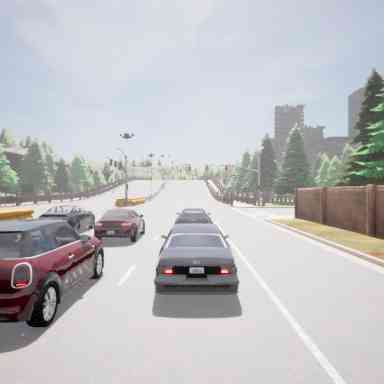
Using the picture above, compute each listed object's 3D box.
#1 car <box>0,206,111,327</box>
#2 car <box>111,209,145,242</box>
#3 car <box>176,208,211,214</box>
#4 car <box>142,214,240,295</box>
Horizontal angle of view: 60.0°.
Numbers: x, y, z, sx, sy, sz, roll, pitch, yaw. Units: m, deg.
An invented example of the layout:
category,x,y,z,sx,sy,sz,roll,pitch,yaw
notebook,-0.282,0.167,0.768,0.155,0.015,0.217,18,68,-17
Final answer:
category,x,y,z,sx,sy,sz,roll,pitch,yaw
car,-3.408,1.352,7.175,2.097,1.767,4.553,0,0,0
car,-3.418,1.526,16.169,1.812,1.442,4.674,0,0,-1
car,0.084,1.564,18.124,1.994,1.385,4.181,0,0,0
car,0.091,1.547,8.883,2.033,1.411,5.357,0,0,0
